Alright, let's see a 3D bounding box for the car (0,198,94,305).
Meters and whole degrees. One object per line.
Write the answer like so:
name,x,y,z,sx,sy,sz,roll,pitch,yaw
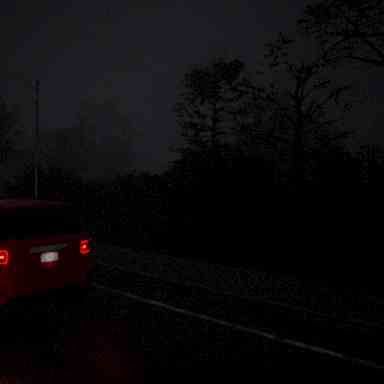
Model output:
car,-4.380,1.145,7.435,5.566,2.045,2.150,1,1,43
